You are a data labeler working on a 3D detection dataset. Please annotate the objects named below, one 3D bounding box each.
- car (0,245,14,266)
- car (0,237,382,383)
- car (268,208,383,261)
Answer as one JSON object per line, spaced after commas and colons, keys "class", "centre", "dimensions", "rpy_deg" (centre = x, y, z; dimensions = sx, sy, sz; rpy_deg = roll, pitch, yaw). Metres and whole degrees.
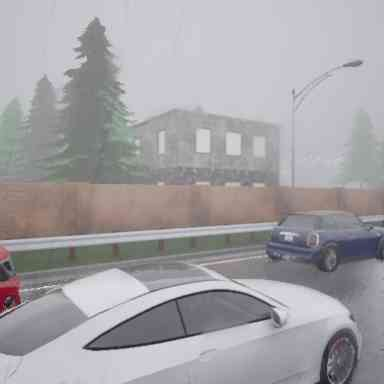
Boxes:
{"class": "car", "centre": [-5.378, 1.212, 4.374], "dimensions": [5.566, 2.045, 2.150], "rpy_deg": [0, 0, -33]}
{"class": "car", "centre": [-0.107, 1.531, 3.646], "dimensions": [4.674, 1.442, 1.812], "rpy_deg": [0, 0, -33]}
{"class": "car", "centre": [4.618, 1.387, 10.930], "dimensions": [4.553, 1.767, 2.097], "rpy_deg": [0, 0, -33]}
